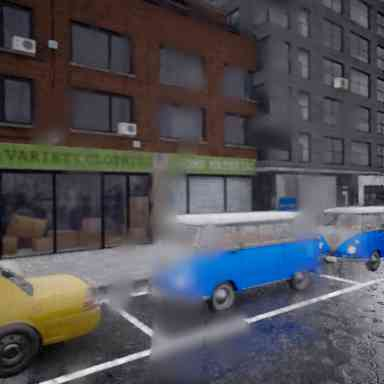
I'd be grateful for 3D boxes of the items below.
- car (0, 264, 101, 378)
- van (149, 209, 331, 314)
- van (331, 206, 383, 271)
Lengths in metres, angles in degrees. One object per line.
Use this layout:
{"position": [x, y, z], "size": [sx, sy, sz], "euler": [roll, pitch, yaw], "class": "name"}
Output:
{"position": [-3.611, 1.525, 3.967], "size": [4.829, 1.417, 1.752], "euler": [0, -1, -35], "class": "car"}
{"position": [1.073, 1.344, 7.312], "size": [3.998, 1.788, 1.690], "euler": [0, -1, -35], "class": "van"}
{"position": [5.621, 1.346, 10.556], "size": [3.998, 1.788, 1.690], "euler": [0, -1, -35], "class": "van"}
